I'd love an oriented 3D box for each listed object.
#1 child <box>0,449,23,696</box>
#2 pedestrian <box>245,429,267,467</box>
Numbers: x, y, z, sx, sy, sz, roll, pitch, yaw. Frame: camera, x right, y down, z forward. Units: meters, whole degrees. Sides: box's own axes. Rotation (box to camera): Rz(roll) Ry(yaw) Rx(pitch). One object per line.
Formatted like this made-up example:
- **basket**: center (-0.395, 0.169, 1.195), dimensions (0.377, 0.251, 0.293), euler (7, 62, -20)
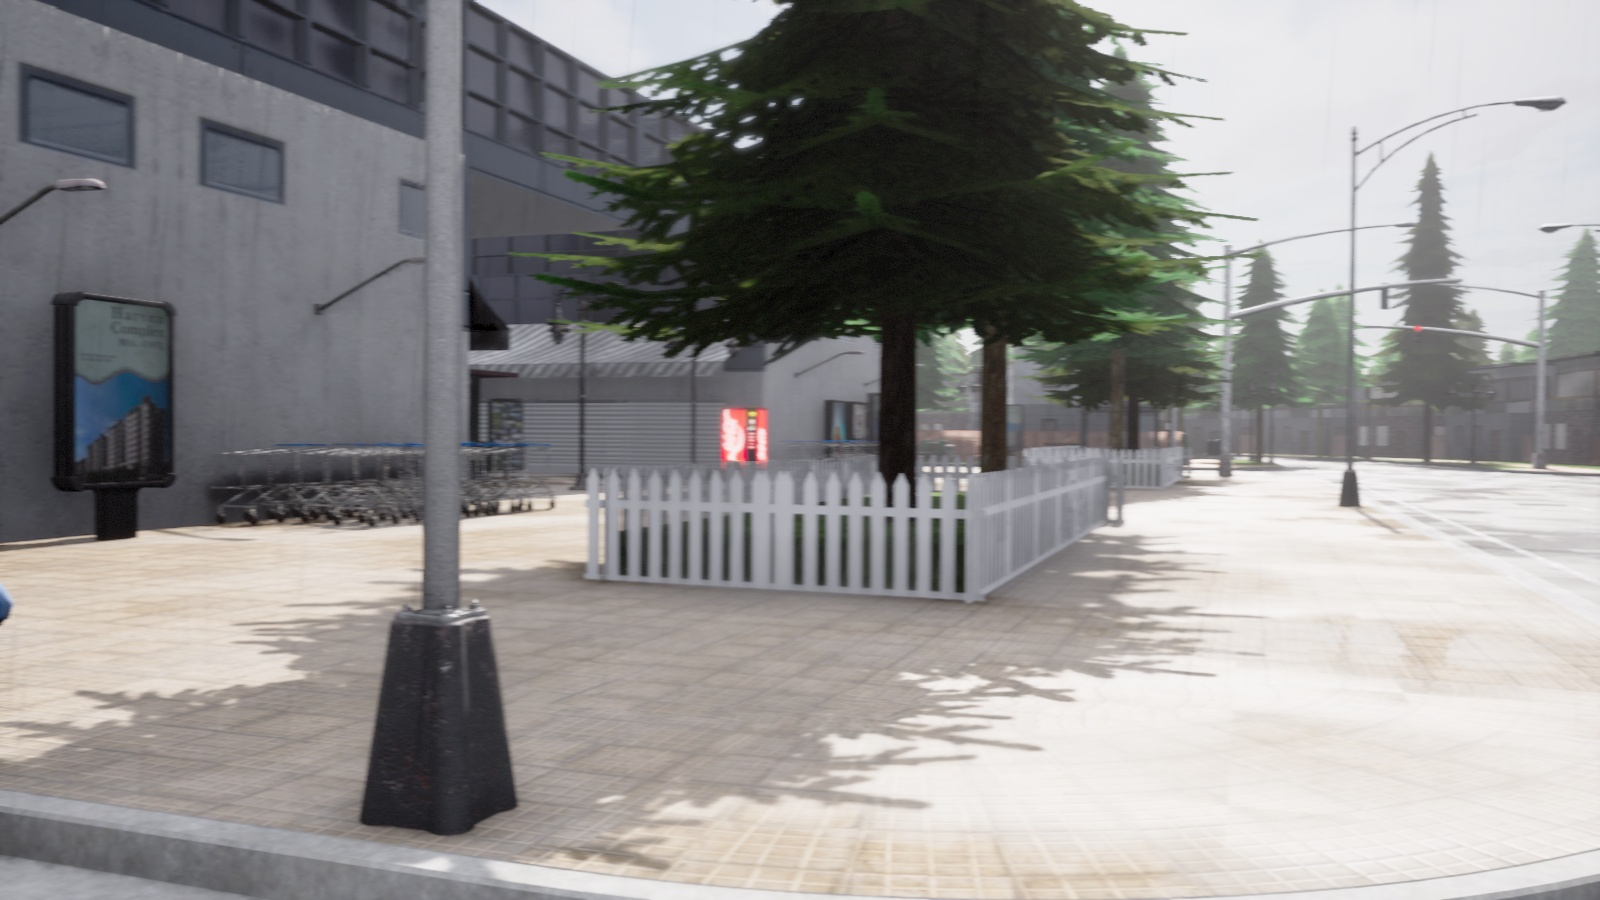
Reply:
- **child**: center (-4.331, 0.631, 6.492), dimensions (0.437, 1.263, 0.270), euler (-1, 1, -1)
- **pedestrian**: center (-26.950, -0.097, 62.245), dimensions (0.849, 1.883, 0.563), euler (0, 1, 26)
